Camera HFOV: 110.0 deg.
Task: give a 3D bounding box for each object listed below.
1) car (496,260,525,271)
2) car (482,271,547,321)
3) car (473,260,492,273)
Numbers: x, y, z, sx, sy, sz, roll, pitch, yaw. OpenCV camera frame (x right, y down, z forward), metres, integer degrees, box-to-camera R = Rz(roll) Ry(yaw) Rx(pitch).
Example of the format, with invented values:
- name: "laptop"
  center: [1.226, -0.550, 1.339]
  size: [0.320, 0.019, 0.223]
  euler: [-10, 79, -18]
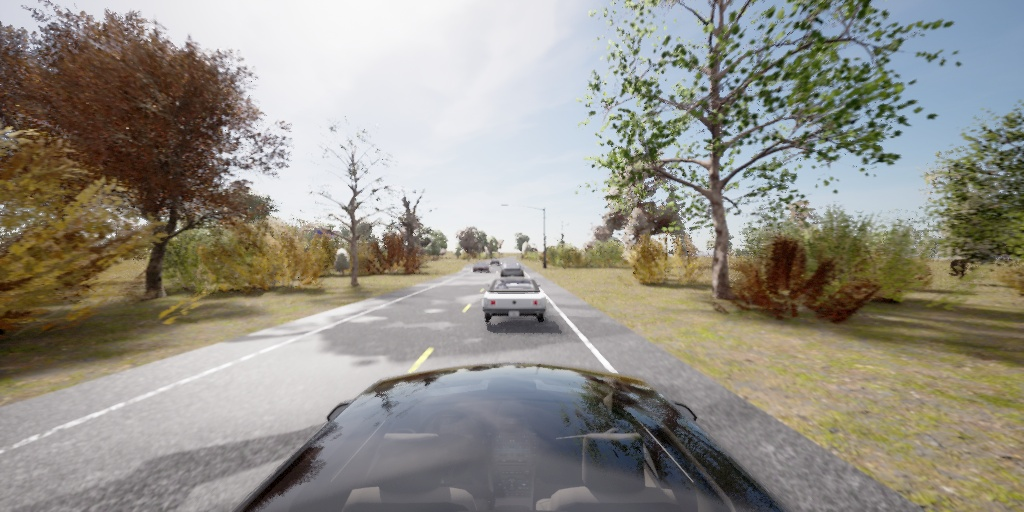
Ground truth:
- name: "car"
  center: [0.020, 1.311, 29.183]
  size: [2.128, 1.511, 4.902]
  euler: [0, 0, 0]
- name: "car"
  center: [0.070, 1.379, 12.507]
  size: [1.895, 1.301, 4.718]
  euler: [0, 0, 0]
- name: "car"
  center: [-3.866, 1.410, 45.469]
  size: [1.994, 1.385, 4.181]
  euler: [0, 0, -2]
